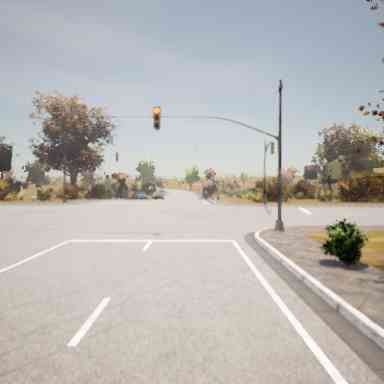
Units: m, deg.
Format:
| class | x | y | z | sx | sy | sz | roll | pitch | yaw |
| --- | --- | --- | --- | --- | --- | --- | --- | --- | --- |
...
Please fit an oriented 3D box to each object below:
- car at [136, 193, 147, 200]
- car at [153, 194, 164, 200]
| class | x | y | z | sx | sy | sz | roll | pitch | yaw |
| --- | --- | --- | --- | --- | --- | --- | --- | --- | --- |
| car | -10.480 | 0.980 | 69.487 | 1.882 | 1.535 | 5.008 | 0 | -1 | 0 |
| car | -6.980 | 1.097 | 69.453 | 1.895 | 1.301 | 4.718 | 0 | -1 | 0 |
